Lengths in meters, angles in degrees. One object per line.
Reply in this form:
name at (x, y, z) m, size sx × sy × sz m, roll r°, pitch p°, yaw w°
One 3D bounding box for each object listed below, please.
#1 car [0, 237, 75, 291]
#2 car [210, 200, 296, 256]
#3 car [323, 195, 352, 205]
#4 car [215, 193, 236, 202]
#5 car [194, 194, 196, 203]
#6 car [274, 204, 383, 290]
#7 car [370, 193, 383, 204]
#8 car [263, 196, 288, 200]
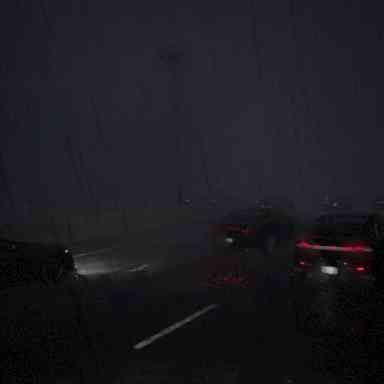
car at (-5.027, 1.687, 7.948) m, size 1.994 × 1.385 × 4.181 m, roll -2°, pitch 1°, yaw 38°
car at (2.575, 1.293, 12.446) m, size 1.882 × 1.535 × 5.008 m, roll -2°, pitch 1°, yaw 35°
car at (12.261, 0.919, 27.963) m, size 1.994 × 1.385 × 4.181 m, roll -2°, pitch 0°, yaw 29°
car at (4.648, 1.062, 43.945) m, size 2.033 × 1.411 × 5.357 m, roll -2°, pitch 0°, yaw 26°
car at (0.773, 1.098, 52.255) m, size 1.837 × 1.490 × 4.892 m, roll -2°, pitch 1°, yaw 24°
car at (4.150, 1.278, 8.600) m, size 2.128 × 1.511 × 4.902 m, roll -2°, pitch 1°, yaw 36°
car at (14.065, 0.809, 24.049) m, size 2.128 × 1.511 × 4.902 m, roll -2°, pitch 0°, yaw 30°
car at (6.285, 1.099, 24.621) m, size 1.837 × 1.490 × 4.892 m, roll -2°, pitch 1°, yaw 31°
